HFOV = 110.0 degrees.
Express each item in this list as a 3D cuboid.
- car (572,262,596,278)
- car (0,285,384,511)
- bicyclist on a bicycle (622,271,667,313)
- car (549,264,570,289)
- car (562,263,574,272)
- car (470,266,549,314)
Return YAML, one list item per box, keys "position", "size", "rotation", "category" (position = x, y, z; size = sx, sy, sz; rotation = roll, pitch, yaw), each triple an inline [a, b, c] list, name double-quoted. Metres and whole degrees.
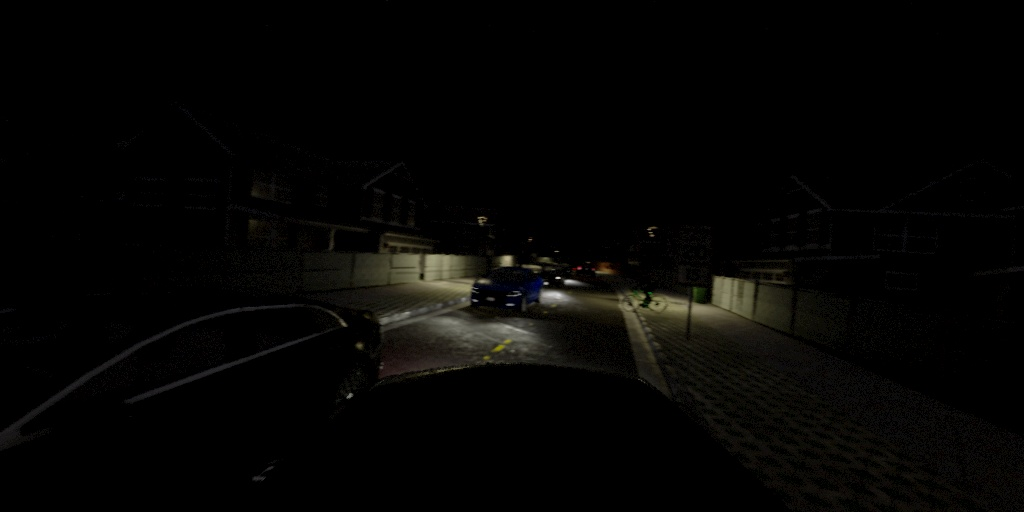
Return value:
- position: [8.580, 1.496, 42.106]
  size: [2.097, 1.767, 4.553]
  rotation: [5, 0, 7]
  category: "car"
- position: [-2.768, 1.022, 2.555]
  size: [2.128, 1.511, 4.902]
  rotation: [4, 0, 9]
  category: "car"
- position: [5.062, 1.392, 13.794]
  size: [1.656, 1.620, 0.582]
  rotation: [-1, -1, 15]
  category: "bicyclist on a bicycle"
- position: [2.624, 1.411, 24.438]
  size: [1.895, 1.301, 4.718]
  rotation: [4, 0, 13]
  category: "car"
- position: [5.027, 1.509, 36.838]
  size: [1.895, 1.301, 4.718]
  rotation: [4, 0, 9]
  category: "car"
- position: [-0.033, 1.149, 13.942]
  size: [1.882, 1.535, 5.008]
  rotation: [4, 0, 15]
  category: "car"
